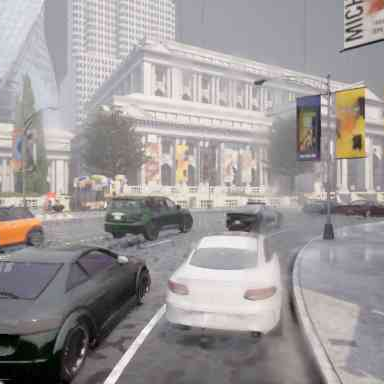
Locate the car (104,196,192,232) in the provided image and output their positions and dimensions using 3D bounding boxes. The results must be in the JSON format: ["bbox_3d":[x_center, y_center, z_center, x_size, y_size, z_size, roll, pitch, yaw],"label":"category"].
[{"bbox_3d":[-2.016,1.220,16.894,2.150,2.045,5.566,0,0,27],"label":"car"}]

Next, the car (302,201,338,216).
[{"bbox_3d":[13.156,1.550,32.435,5.357,1.411,2.033,0,0,-30],"label":"car"}]

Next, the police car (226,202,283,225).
[{"bbox_3d":[3.884,1.425,19.782,1.930,1.638,5.238,0,0,34],"label":"police car"}]

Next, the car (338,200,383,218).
[{"bbox_3d":[15.679,1.481,29.791,5.008,1.535,1.882,0,0,-31],"label":"car"}]

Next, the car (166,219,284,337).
[{"bbox_3d":[0.836,1.525,6.696,1.812,1.442,4.674,0,0,13],"label":"car"}]

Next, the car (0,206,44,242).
[{"bbox_3d":[-7.787,1.349,12.265,2.097,1.767,4.553,0,0,19],"label":"car"}]

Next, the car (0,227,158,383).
[{"bbox_3d":[-2.108,1.564,5.531,1.994,1.385,4.181,0,0,9],"label":"car"}]
